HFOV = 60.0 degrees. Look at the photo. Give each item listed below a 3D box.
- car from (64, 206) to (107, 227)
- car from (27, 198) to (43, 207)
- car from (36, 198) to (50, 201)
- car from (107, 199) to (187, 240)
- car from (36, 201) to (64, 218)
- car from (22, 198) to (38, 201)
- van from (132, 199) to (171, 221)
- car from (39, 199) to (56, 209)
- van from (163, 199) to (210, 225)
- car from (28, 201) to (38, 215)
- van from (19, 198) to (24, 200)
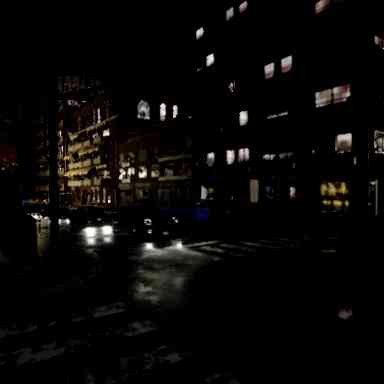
[{"bbox_3d":[-7.798,1.791,25.204,1.994,1.385,4.181,-1,0,-38],"label":"car"},{"bbox_3d":[-32.925,2.142,69.628,2.192,1.841,5.009,-2,0,-36],"label":"car"},{"bbox_3d":[-20.852,2.027,48.638,2.128,1.511,4.902,-1,0,-36],"label":"car"},{"bbox_3d":[-2.592,1.465,18.058,2.097,1.767,4.553,-1,0,-36],"label":"car"},{"bbox_3d":[-13.713,1.906,33.369,2.033,1.411,5.357,-1,0,-36],"label":"car"},{"bbox_3d":[-28.165,2.249,58.683,2.033,1.411,5.357,-1,0,-35],"label":"car"},{"bbox_3d":[-3.626,1.509,29.304,1.690,1.788,3.998,-2,0,-36],"label":"van"},{"bbox_3d":[-26.411,2.118,60.669,1.967,1.590,4.097,-2,0,-36],"label":"car"},{"bbox_3d":[-0.371,1.438,24.823,1.690,1.788,3.998,-2,0,-36],"label":"van"},{"bbox_3d":[-19.606,2.091,41.549,1.895,1.301,4.718,-1,0,-36],"label":"car"},{"bbox_3d":[-39.435,2.319,78.590,1.690,1.788,3.998,-2,0,-36],"label":"van"}]
